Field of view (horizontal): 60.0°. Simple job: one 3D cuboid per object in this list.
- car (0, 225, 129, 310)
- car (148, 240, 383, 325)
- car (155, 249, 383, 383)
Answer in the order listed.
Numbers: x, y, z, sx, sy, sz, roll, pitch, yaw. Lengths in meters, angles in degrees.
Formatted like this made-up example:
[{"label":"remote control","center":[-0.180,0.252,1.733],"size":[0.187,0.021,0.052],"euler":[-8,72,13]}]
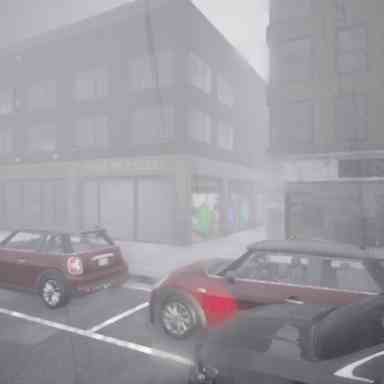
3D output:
[{"label":"car","center":[-3.578,1.497,7.939],"size":[4.097,1.590,1.967],"euler":[0,-1,28]},{"label":"car","center":[1.285,1.489,5.321],"size":[4.097,1.590,1.967],"euler":[0,-1,28]},{"label":"car","center":[2.286,1.535,2.557],"size":[4.892,1.490,1.837],"euler":[0,-1,28]}]
